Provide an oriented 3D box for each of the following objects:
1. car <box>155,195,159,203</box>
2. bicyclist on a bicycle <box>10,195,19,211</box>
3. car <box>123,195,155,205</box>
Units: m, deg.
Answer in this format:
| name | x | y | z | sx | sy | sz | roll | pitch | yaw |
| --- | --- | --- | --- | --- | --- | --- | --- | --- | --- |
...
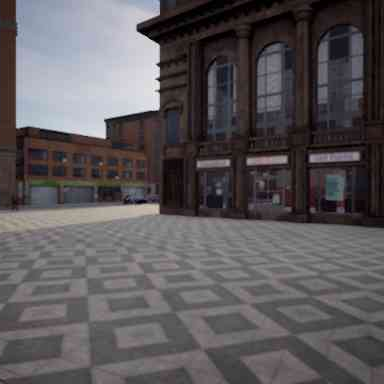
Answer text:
| name | x | y | z | sx | sy | sz | roll | pitch | yaw |
| --- | --- | --- | --- | --- | --- | --- | --- | --- | --- |
| car | -7.043 | 1.306 | 60.082 | 2.128 | 1.511 | 4.902 | 0 | 0 | 36 |
| bicyclist on a bicycle | -18.215 | 1.176 | 34.070 | 1.656 | 1.620 | 0.582 | 0 | 0 | 36 |
| car | -8.662 | 1.187 | 52.652 | 2.097 | 1.767 | 4.553 | 0 | 0 | 36 |
